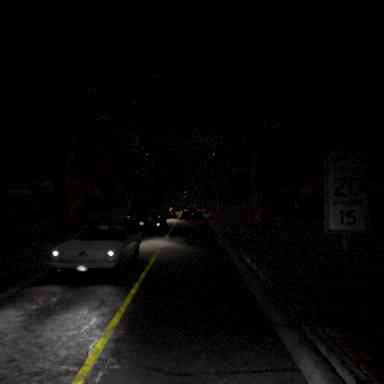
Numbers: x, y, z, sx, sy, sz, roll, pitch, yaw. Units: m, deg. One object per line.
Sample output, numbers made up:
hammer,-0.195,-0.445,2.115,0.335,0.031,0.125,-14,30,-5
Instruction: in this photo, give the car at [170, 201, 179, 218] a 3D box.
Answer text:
car,-2.750,1.702,33.677,2.097,1.767,4.553,0,-1,1

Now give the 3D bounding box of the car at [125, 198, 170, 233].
car,-2.828,1.432,21.412,2.150,2.045,5.566,0,-1,0

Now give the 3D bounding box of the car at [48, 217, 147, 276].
car,-2.838,1.703,10.825,1.895,1.301,4.718,0,-1,0

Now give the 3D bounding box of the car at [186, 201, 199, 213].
car,0.080,2.021,46.657,1.837,1.490,4.892,0,-1,1

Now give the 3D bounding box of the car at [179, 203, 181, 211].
car,-2.704,2.076,49.591,1.882,1.535,5.008,0,-1,0

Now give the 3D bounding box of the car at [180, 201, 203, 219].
car,0.039,1.874,33.460,1.812,1.442,4.674,0,-1,0
